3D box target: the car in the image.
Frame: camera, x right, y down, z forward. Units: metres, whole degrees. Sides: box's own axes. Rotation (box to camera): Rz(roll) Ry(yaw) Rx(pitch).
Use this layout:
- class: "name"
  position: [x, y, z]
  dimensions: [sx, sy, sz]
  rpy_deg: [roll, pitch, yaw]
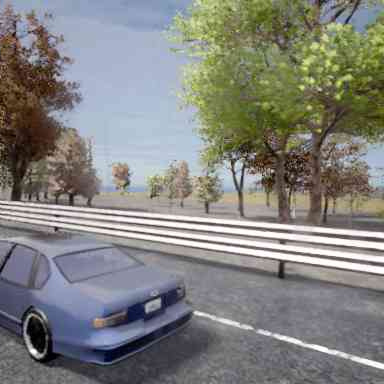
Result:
- class: "car"
  position: [-2.526, 1.430, 5.701]
  dimensions: [5.357, 1.411, 2.033]
  rpy_deg: [2, 1, 36]
